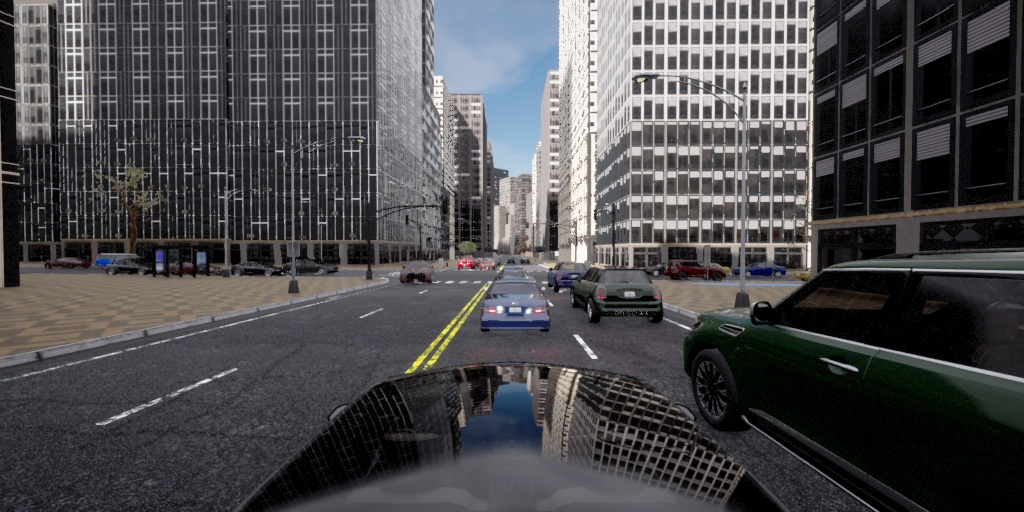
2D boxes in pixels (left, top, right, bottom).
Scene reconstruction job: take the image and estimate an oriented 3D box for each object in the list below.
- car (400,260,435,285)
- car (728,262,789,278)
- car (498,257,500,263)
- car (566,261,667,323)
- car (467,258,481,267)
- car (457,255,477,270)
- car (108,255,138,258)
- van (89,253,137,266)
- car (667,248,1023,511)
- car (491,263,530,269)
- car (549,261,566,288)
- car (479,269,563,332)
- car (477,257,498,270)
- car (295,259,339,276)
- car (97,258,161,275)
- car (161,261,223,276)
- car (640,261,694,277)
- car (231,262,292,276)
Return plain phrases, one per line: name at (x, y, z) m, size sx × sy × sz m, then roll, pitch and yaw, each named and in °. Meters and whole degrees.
car at (-6.798, 1.094, 26.326) m, size 2.097 × 1.767 × 4.553 m, roll 0°, pitch 0°, yaw -9°
car at (25.696, 1.422, 37.444) m, size 5.008 × 1.535 × 1.882 m, roll 0°, pitch 1°, yaw 1°
car at (-3.461, 1.232, 60.101) m, size 1.812 × 1.442 × 4.674 m, roll 0°, pitch 0°, yaw 0°
car at (3.327, 1.097, 12.265) m, size 2.097 × 1.767 × 4.553 m, roll 0°, pitch 0°, yaw 0°
car at (-6.698, 1.179, 63.747) m, size 1.882 × 1.535 × 5.008 m, roll 0°, pitch 0°, yaw 1°
car at (-6.704, 0.935, 53.403) m, size 2.150 × 2.045 × 5.566 m, roll 0°, pitch 0°, yaw 0°
car at (-36.302, 0.948, 35.206) m, size 4.892 × 1.490 × 1.837 m, roll 0°, pitch 1°, yaw 1°
van at (-45.375, 0.605, 41.167) m, size 3.998 × 1.789 × 1.690 m, roll 0°, pitch 0°, yaw 1°
car at (3.345, 0.971, 2.418) m, size 2.150 × 2.045 × 5.566 m, roll 0°, pitch 0°, yaw 0°
car at (0.058, 1.304, 20.062) m, size 1.994 × 1.385 × 4.181 m, roll 0°, pitch 0°, yaw 0°
car at (3.307, 1.092, 21.129) m, size 2.097 × 1.767 × 4.553 m, roll 0°, pitch 0°, yaw 0°
car at (0.082, 1.293, 10.819) m, size 2.033 × 1.411 × 5.357 m, roll 0°, pitch 0°, yaw 0°
car at (-3.424, 1.068, 51.257) m, size 2.097 × 1.767 × 4.553 m, roll 0°, pitch 0°, yaw -1°
car at (-19.491, 1.098, 34.898) m, size 4.892 × 1.490 × 1.837 m, roll 1°, pitch 1°, yaw 1°
car at (-34.165, 1.069, 32.532) m, size 4.313 × 1.339 × 1.948 m, roll 0°, pitch 0°, yaw 1°
car at (-28.484, 1.138, 32.371) m, size 4.207 × 1.307 × 1.802 m, roll 0°, pitch 0°, yaw 1°
car at (16.218, 1.365, 37.609) m, size 4.892 × 1.490 × 1.837 m, roll 0°, pitch 1°, yaw -1°
car at (-22.799, 1.173, 32.251) m, size 4.313 × 1.339 × 1.948 m, roll 0°, pitch 0°, yaw 1°
